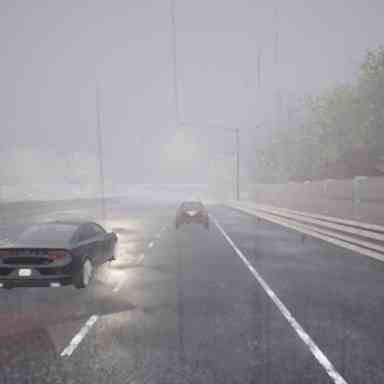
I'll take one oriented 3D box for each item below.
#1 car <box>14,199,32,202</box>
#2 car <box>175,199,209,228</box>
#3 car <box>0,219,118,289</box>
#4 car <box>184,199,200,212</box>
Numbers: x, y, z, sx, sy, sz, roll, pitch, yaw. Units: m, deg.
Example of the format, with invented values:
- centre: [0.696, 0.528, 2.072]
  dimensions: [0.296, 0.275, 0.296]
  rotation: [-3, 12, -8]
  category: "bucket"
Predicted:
- centre: [-21.066, 1.606, 41.316]
  dimensions: [2.033, 1.411, 5.357]
  rotation: [0, 0, 0]
  category: "car"
- centre: [0.004, 1.371, 22.415]
  dimensions: [2.097, 1.767, 4.553]
  rotation: [0, 0, 0]
  category: "car"
- centre: [-3.393, 1.482, 9.233]
  dimensions: [1.882, 1.535, 5.008]
  rotation: [0, 0, 0]
  category: "car"
- centre: [0.007, 1.583, 41.152]
  dimensions: [1.812, 1.442, 4.674]
  rotation: [0, 0, 0]
  category: "car"
